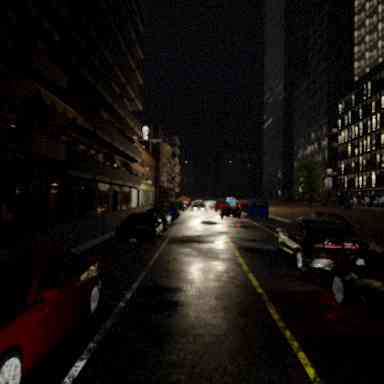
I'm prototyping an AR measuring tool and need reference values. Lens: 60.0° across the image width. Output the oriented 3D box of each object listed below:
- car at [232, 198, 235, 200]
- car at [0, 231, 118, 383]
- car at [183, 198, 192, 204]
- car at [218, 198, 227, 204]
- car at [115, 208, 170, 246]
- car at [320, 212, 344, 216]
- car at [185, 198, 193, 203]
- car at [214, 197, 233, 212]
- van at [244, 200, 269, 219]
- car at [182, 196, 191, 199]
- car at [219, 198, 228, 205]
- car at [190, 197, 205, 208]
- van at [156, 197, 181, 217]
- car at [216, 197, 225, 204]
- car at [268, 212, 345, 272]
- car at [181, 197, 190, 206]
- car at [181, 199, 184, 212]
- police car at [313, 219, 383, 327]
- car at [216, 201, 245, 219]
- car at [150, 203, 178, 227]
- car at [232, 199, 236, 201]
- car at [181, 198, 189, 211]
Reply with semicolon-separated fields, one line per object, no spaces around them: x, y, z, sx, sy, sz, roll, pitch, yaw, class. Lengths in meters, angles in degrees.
6.728;1.972;49.340;1.752;1.417;4.829;2;0;1;car
-2.629;1.540;4.810;1.887;1.381;4.507;2;0;1;car
-1.044;2.078;77.197;1.887;1.381;4.507;2;0;1;car
7.454;2.243;82.580;1.887;1.381;4.507;2;0;1;car
-2.385;1.642;15.947;1.947;1.339;4.313;2;0;1;car
5.996;1.639;15.762;1.967;1.590;4.097;2;0;1;car
-0.801;2.200;88.333;1.802;1.307;4.206;2;0;1;car
3.927;1.846;44.090;1.882;1.535;5.008;1;0;2;car
6.365;1.663;32.468;1.690;1.788;3.998;2;0;1;van
-1.403;1.721;60.494;2.192;1.841;5.009;2;0;1;car
7.337;2.182;77.181;1.752;1.417;4.829;2;0;1;car
1.158;1.971;55.372;1.994;1.385;4.181;1;0;1;car
-2.135;1.500;27.085;1.690;1.788;3.998;2;0;1;van
7.580;2.181;88.149;1.967;1.590;4.097;2;0;1;car
4.091;1.644;11.210;1.837;1.490;4.892;1;0;1;car
-1.657;1.847;49.186;1.752;1.417;4.829;2;0;1;car
-2.022;1.724;32.482;1.752;1.417;4.829;2;0;1;car
3.897;1.520;5.311;1.930;1.638;5.238;1;0;1;police car
3.683;1.885;32.740;1.895;1.301;4.718;1;0;2;car
-2.263;1.668;21.515;2.008;1.369;4.403;2;0;1;car
6.601;1.986;43.602;1.802;1.307;4.206;2;0;1;car
-1.775;1.832;43.787;2.008;1.369;4.403;2;0;1;car
